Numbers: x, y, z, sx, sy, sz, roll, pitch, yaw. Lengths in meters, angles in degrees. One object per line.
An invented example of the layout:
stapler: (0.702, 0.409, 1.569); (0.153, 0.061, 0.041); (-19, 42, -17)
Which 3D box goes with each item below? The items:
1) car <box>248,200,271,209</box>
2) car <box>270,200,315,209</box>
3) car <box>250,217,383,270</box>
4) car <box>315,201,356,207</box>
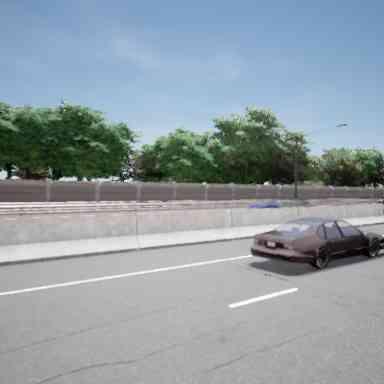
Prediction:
car: (8.058, 1.606, 35.548); (4.674, 1.442, 1.812); (0, 0, -35)
car: (10.365, 1.585, 32.895); (4.892, 1.490, 1.837); (0, 0, -36)
car: (4.361, 1.575, 11.156); (5.357, 1.411, 2.033); (0, 0, -35)
car: (14.004, 1.616, 31.192); (4.674, 1.442, 1.812); (0, 0, -35)
